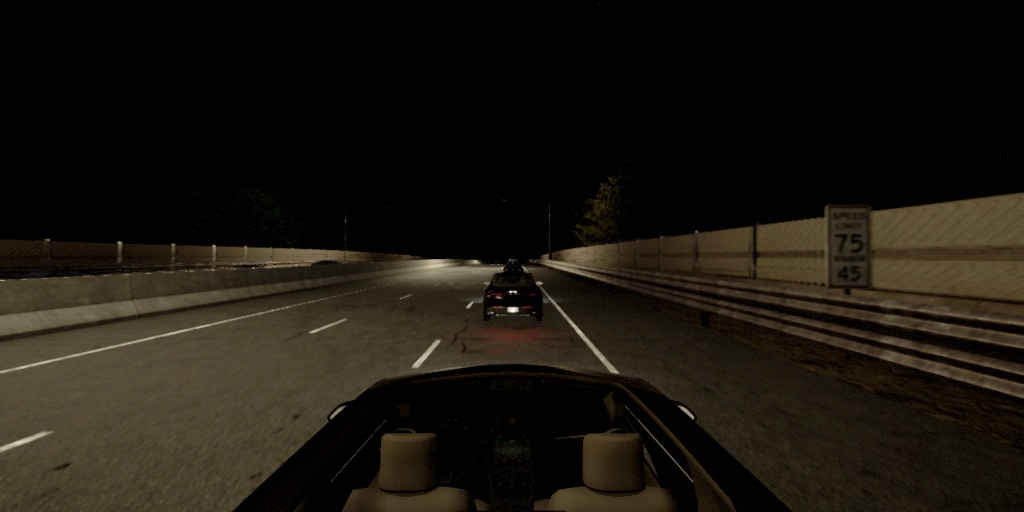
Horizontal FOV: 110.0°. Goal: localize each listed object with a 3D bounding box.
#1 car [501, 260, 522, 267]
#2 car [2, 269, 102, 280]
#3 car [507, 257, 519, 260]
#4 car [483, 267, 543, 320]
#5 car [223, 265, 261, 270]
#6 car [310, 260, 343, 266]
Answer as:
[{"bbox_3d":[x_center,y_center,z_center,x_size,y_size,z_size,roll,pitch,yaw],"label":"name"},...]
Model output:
[{"bbox_3d":[0.110,1.346,36.145,1.895,1.301,4.718,0,0,0],"label":"car"},{"bbox_3d":[-21.054,1.295,16.337,1.994,1.385,4.181,0,0,0],"label":"car"},{"bbox_3d":[0.163,1.228,52.505,2.128,1.511,4.902,0,0,0],"label":"car"},{"bbox_3d":[0.032,1.299,12.609,1.837,1.490,4.892,0,0,0],"label":"car"},{"bbox_3d":[-17.527,1.297,23.258,1.994,1.385,4.181,0,0,0],"label":"car"},{"bbox_3d":[-20.896,1.200,40.530,1.882,1.535,5.008,0,0,1],"label":"car"}]
